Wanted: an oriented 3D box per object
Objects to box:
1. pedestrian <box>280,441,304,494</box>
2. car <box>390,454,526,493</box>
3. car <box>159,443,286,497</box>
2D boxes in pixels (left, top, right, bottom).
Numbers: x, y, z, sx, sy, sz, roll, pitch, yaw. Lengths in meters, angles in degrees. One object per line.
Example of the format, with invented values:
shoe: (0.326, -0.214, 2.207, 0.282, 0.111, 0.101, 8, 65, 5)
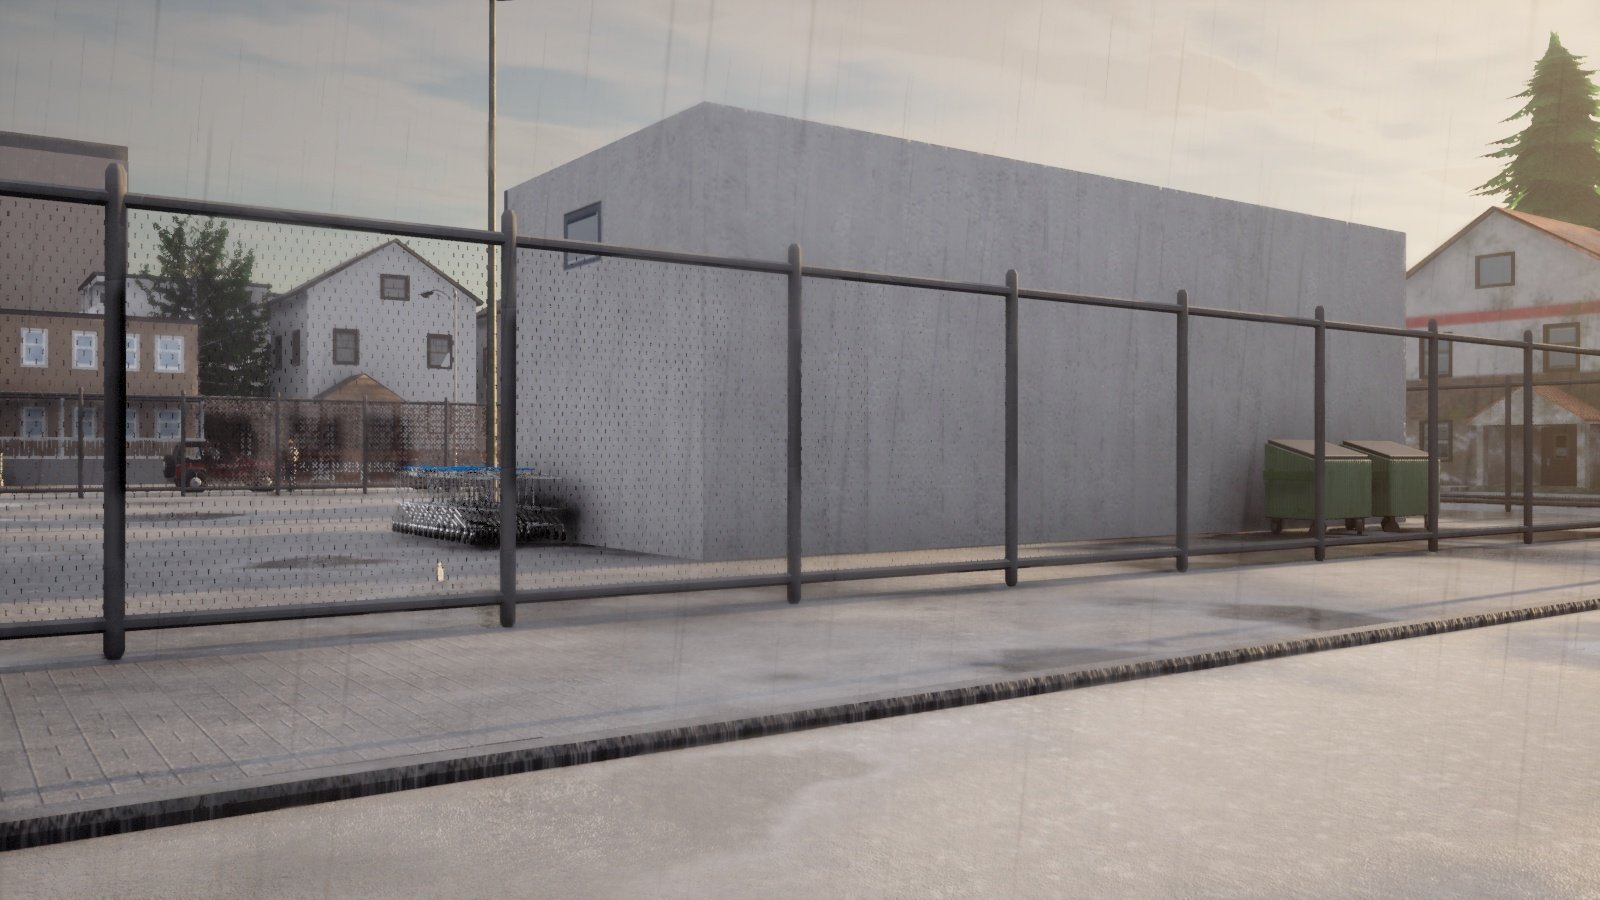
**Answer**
pedestrian: (-17.724, 0.593, 43.805, 0.706, 1.836, 0.354, 0, 0, 23)
car: (-13.605, 0.901, 50.073, 4.892, 1.490, 1.837, 0, 0, -33)
car: (-20.718, 0.695, 45.078, 3.866, 1.878, 1.905, 0, 0, -34)
